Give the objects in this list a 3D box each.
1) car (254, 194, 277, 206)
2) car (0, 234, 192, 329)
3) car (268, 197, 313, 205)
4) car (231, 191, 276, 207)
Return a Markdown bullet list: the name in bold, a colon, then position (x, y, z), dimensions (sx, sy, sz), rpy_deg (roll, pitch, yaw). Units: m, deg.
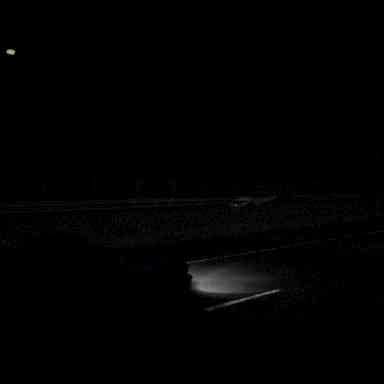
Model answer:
- **car**: position (8.487, 1.234, 31.521), dimensions (4.892, 1.490, 1.837), rpy_deg (-1, 0, -35)
- **car**: position (-2.623, 1.530, 6.176), dimensions (5.357, 1.411, 2.033), rpy_deg (-1, 0, -35)
- **car**: position (8.658, 1.316, 27.348), dimensions (4.181, 1.385, 1.994), rpy_deg (-1, 0, -35)
- **car**: position (6.579, 0.948, 34.460), dimensions (5.566, 2.045, 2.150), rpy_deg (-1, 1, -35)
